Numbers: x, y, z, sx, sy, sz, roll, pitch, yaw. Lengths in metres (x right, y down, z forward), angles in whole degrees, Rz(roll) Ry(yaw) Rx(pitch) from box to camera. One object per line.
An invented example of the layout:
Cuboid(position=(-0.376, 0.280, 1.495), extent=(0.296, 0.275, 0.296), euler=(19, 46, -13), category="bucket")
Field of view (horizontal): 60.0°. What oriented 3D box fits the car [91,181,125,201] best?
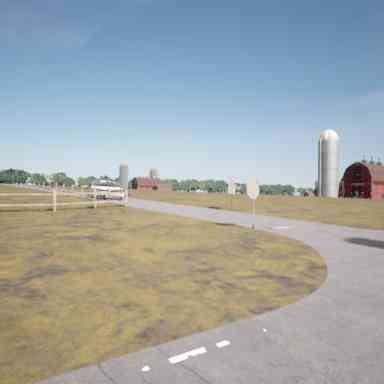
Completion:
Cuboid(position=(-9.171, -0.178, 36.116), extent=(2.150, 2.045, 5.566), euler=(2, 2, -36), category="car")
